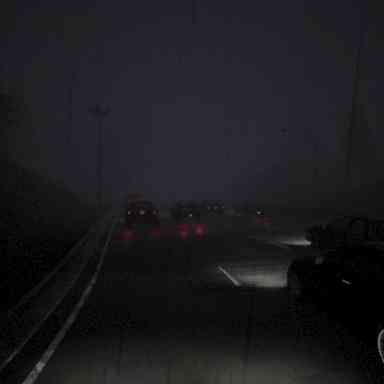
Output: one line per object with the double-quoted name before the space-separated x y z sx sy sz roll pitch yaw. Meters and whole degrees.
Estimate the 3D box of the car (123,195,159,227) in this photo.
"car" -3.531 1.328 22.934 2.097 1.767 4.553 0 0 -11

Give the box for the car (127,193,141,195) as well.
"car" -7.277 1.181 41.367 2.150 2.045 5.566 0 0 -12

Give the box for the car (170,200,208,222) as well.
"car" -0.586 1.449 26.096 2.128 1.511 4.902 0 0 -11

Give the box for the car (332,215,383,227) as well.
"car" 5.891 1.501 11.240 2.033 1.411 5.357 0 0 -10

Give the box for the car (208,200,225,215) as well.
"car" 1.672 1.483 32.633 2.033 1.411 5.357 0 0 -11

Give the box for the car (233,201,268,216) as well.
"car" 5.448 1.521 31.621 1.895 1.301 4.718 0 0 -11

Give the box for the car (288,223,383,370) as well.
"car" 3.121 1.502 5.272 1.812 1.442 4.674 0 0 -5
